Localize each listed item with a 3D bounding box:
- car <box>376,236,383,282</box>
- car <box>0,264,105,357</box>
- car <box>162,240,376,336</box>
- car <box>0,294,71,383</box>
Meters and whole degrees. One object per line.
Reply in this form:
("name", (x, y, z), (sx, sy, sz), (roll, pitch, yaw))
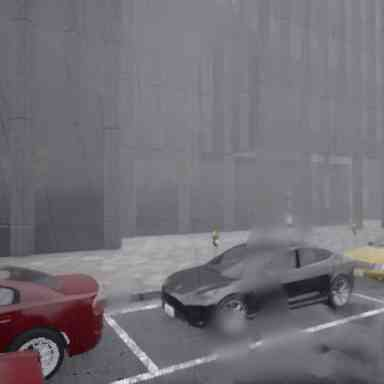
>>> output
("car", (6.261, 1.727, 9.571), (4.829, 1.417, 1.752), (1, -1, -30))
("car", (-3.395, 1.633, 4.091), (4.507, 1.381, 1.887), (1, -1, -30))
("car", (1.507, 1.711, 6.872), (4.313, 1.339, 1.947), (1, -1, -30))
("car", (-3.032, 1.630, 1.233), (4.718, 1.301, 1.895), (1, -1, -30))
